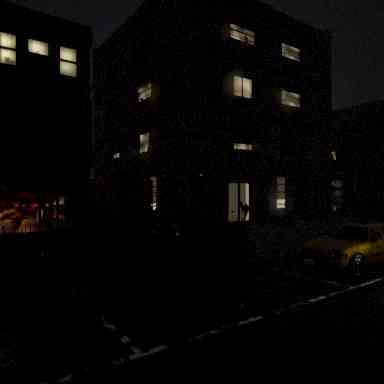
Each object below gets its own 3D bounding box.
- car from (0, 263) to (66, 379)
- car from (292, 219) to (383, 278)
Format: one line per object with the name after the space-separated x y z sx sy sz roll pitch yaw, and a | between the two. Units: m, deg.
-3.804 1.551 3.848 4.403 1.369 2.008 0 0 -36 | car
5.048 1.526 10.170 4.829 1.417 1.752 0 0 -36 | car
